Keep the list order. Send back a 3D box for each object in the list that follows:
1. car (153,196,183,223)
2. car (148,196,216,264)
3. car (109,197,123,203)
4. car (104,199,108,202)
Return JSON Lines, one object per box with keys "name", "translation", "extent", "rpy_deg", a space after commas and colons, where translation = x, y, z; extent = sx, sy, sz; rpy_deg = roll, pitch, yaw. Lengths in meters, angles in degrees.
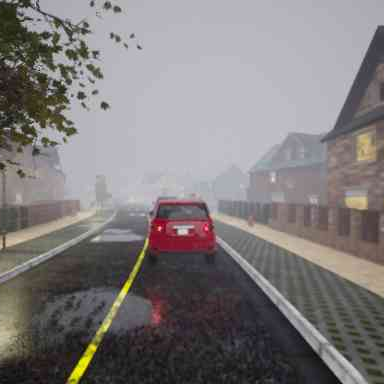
{"name": "car", "translation": [-2.159, 1.374, 28.248], "extent": [2.150, 2.045, 5.566], "rpy_deg": [0, 0, -8]}
{"name": "car", "translation": [-0.429, 1.286, 12.338], "extent": [2.150, 2.045, 5.566], "rpy_deg": [0, -1, -4]}
{"name": "car", "translation": [-18.588, 2.028, 82.974], "extent": [2.033, 1.411, 5.357], "rpy_deg": [1, -1, -25]}
{"name": "car", "translation": [-23.126, 1.949, 92.424], "extent": [1.882, 1.535, 5.008], "rpy_deg": [1, -1, -26]}
